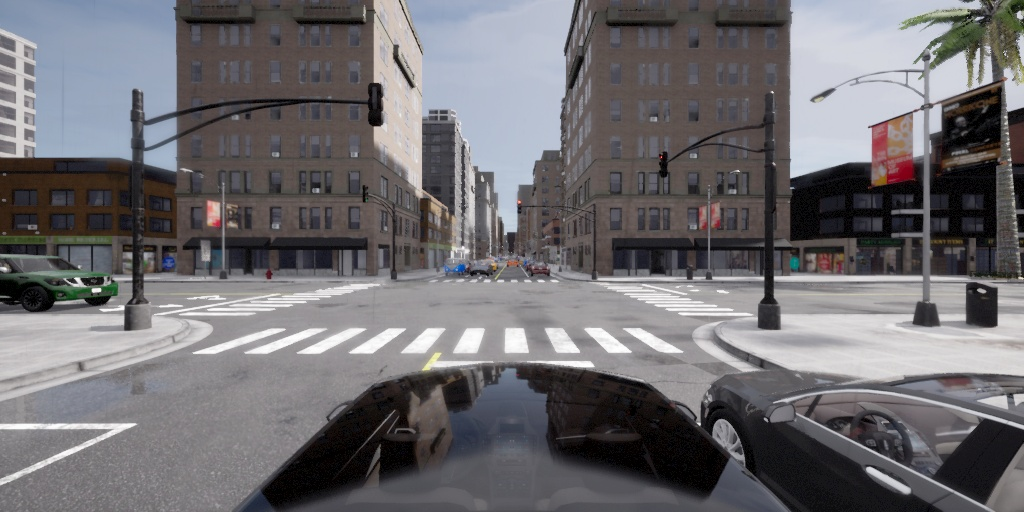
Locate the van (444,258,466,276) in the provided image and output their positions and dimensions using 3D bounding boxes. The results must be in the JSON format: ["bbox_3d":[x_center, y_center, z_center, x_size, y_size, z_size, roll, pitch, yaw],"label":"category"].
[{"bbox_3d":[-5.783,1.093,36.431,1.690,1.789,3.998,0,0,0],"label":"van"}]

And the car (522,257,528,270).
[{"bbox_3d":[2.771,1.193,47.751,1.967,1.591,4.097,0,0,0],"label":"car"}]

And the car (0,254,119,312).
[{"bbox_3d":[-18.522,0.949,13.578,5.566,2.045,2.150,0,0,0],"label":"car"}]

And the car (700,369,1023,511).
[{"bbox_3d":[2.668,1.300,1.763,2.007,1.370,4.403,0,0,0],"label":"car"}]

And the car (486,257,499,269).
[{"bbox_3d":[-3.001,1.231,46.323,1.882,1.535,5.008,0,0,0],"label":"car"}]

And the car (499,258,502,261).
[{"bbox_3d":[-2.969,1.354,56.241,1.895,1.301,4.718,0,0,0],"label":"car"}]

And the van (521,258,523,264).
[{"bbox_3d":[2.798,1.094,59.090,1.690,1.789,3.998,0,0,0],"label":"van"}]

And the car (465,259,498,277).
[{"bbox_3d":[-2.997,1.300,36.621,2.033,1.411,5.357,0,0,4],"label":"car"}]

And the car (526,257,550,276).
[{"bbox_3d":[2.743,1.192,36.413,1.967,1.591,4.097,0,0,0],"label":"car"}]
